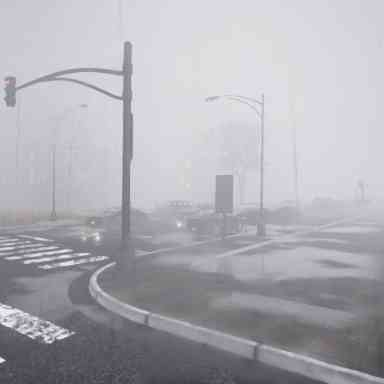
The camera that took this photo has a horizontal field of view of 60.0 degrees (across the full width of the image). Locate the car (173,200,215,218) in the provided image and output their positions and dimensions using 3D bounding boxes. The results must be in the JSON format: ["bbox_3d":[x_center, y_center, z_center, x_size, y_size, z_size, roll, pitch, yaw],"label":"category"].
[{"bbox_3d":[1.040,1.635,28.583,2.033,1.411,5.357,1,0,36],"label":"car"}]

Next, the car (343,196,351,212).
[{"bbox_3d":[18.370,1.720,42.315,1.967,1.590,4.097,1,0,36],"label":"car"}]

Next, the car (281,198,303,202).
[{"bbox_3d":[12.867,1.709,44.597,1.812,1.442,4.674,1,0,37],"label":"car"}]

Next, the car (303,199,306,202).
[{"bbox_3d":[18.043,1.726,56.114,1.752,1.417,4.829,1,0,36],"label":"car"}]

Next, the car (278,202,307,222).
[{"bbox_3d":[7.902,1.779,27.936,1.802,1.307,4.206,1,0,36],"label":"car"}]

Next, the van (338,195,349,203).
[{"bbox_3d":[37.863,1.706,83.094,1.690,1.788,3.998,1,0,36],"label":"van"}]

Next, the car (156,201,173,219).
[{"bbox_3d":[-1.675,1.481,29.485,1.967,1.590,4.097,1,0,36],"label":"car"}]

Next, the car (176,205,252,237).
[{"bbox_3d":[1.413,1.696,19.100,2.008,1.369,4.403,1,0,36],"label":"car"}]

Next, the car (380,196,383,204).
[{"bbox_3d":[41.332,1.783,73.660,2.192,1.841,5.009,1,0,36],"label":"car"}]

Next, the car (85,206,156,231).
[{"bbox_3d":[-4.574,1.607,20.942,1.994,1.385,4.181,1,0,36],"label":"car"}]

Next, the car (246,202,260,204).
[{"bbox_3d":[6.702,1.733,36.284,1.895,1.301,4.718,1,0,36],"label":"car"}]

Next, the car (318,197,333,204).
[{"bbox_3d":[28.003,1.849,69.672,1.947,1.339,4.313,1,0,36],"label":"car"}]

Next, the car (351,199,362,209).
[{"bbox_3d":[24.900,1.773,51.292,1.967,1.590,4.097,1,0,36],"label":"car"}]

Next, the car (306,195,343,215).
[{"bbox_3d":[15.111,1.569,37.821,2.192,1.841,5.009,1,0,36],"label":"car"}]

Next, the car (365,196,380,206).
[{"bbox_3d":[34.858,1.940,64.850,1.752,1.417,4.829,1,0,36],"label":"car"}]

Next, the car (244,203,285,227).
[{"bbox_3d":[4.658,1.737,23.518,1.947,1.339,4.313,1,0,36],"label":"car"}]
